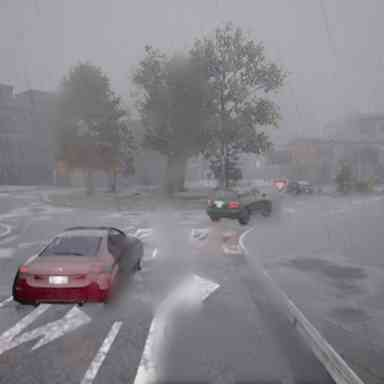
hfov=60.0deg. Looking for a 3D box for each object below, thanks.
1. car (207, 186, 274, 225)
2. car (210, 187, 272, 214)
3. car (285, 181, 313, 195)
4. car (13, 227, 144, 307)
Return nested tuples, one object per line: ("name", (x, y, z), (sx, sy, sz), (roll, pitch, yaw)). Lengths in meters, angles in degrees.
("car", (3.033, 0.654, 20.194), (2.150, 2.045, 5.566), (3, 6, 35))
("car", (3.738, 0.574, 24.845), (4.892, 1.490, 1.837), (-5, 7, -41))
("car", (12.469, -0.535, 38.856), (1.837, 1.490, 4.892), (0, 4, -3))
("car", (-2.396, 1.513, 7.999), (1.994, 1.385, 4.181), (0, 1, 0))
